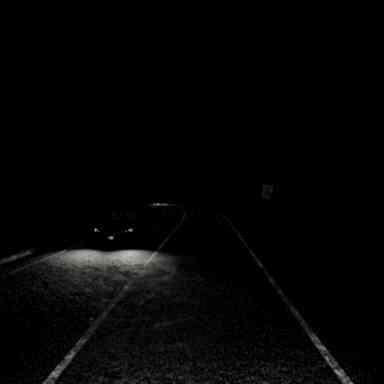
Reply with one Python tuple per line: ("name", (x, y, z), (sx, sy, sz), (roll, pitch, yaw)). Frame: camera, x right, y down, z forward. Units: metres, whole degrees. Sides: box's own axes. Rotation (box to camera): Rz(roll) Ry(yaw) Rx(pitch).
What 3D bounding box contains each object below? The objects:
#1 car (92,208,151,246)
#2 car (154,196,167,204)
("car", (-3.056, 1.494, 15.266), (1.812, 1.442, 4.674), (0, 0, 2))
("car", (-5.592, 1.360, 58.800), (2.033, 1.411, 5.357), (1, 0, -12))
